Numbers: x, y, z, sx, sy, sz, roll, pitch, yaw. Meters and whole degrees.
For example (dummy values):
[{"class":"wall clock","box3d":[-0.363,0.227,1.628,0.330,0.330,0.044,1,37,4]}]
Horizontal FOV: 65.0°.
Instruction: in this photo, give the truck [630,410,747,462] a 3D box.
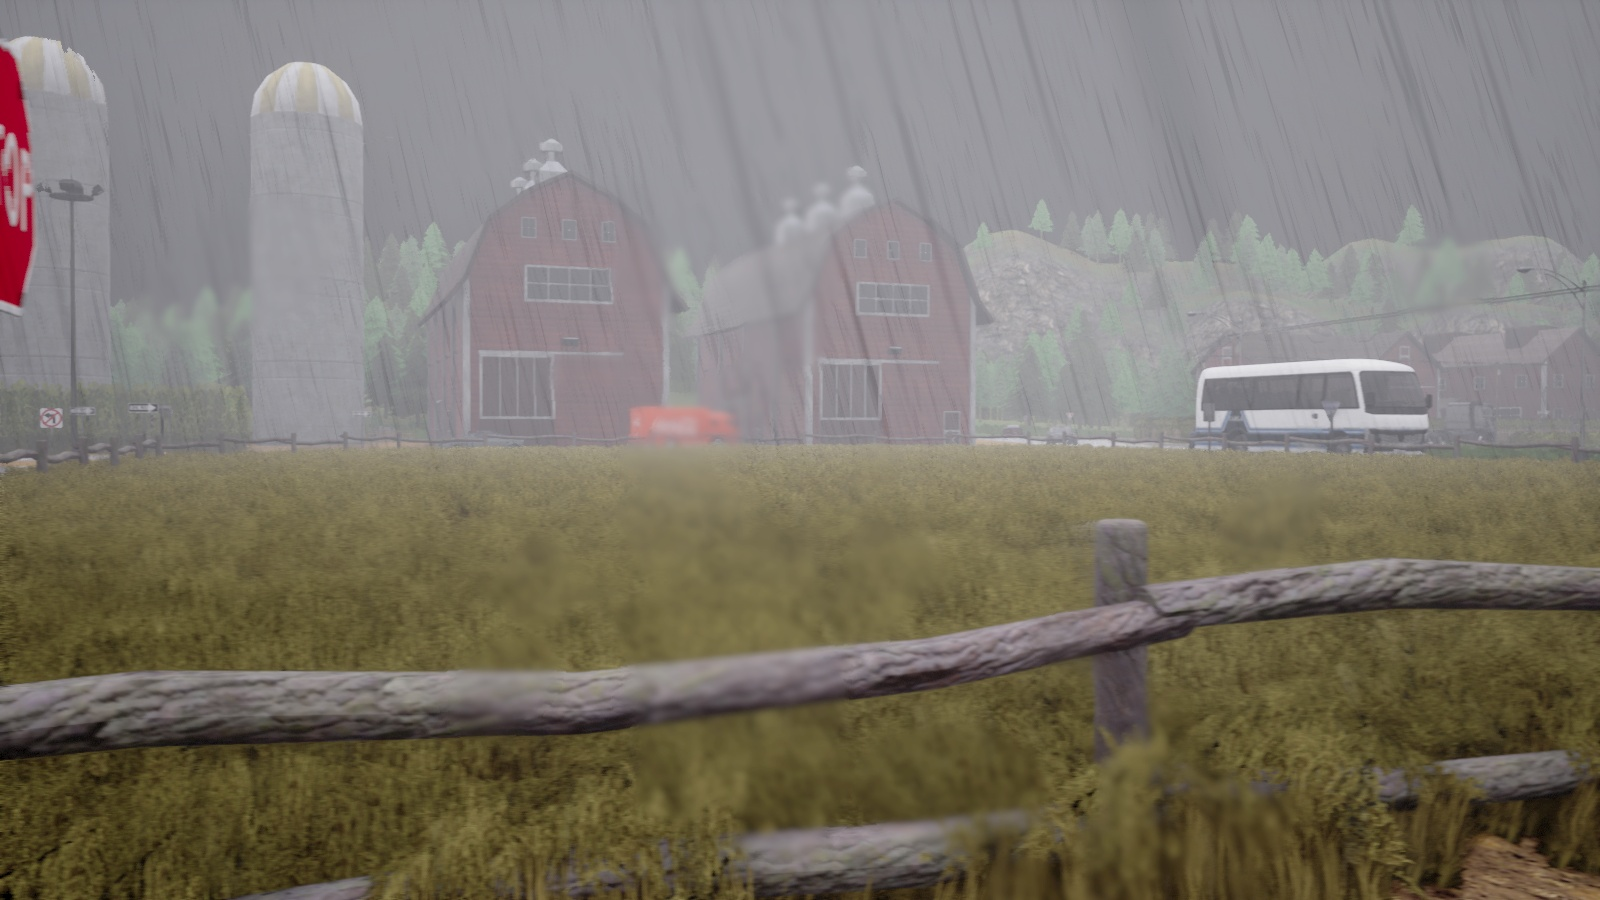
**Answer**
[{"class":"truck","box3d":[-5.602,-0.726,62.917,5.204,2.467,2.627,-2,1,-24]}]

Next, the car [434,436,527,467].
[{"class":"car","box3d":[-15.819,0.047,62.183,4.181,1.385,1.994,-2,1,-24]}]

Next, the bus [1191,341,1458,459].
[{"class":"bus","box3d":[20.847,-1.913,50.912,3.944,4.253,10.273,-2,1,-21]}]
